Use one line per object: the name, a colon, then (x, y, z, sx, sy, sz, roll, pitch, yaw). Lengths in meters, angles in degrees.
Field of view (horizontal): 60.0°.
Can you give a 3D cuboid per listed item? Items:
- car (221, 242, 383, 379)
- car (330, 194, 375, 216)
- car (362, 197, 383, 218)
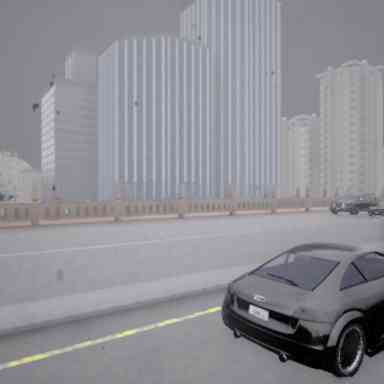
car: (2.521, 1.556, 5.564, 4.181, 1.385, 1.994, 0, 0, -35)
car: (15.538, 1.170, 31.731, 5.566, 2.045, 2.150, 0, 0, -34)
car: (17.138, 1.427, 28.588, 5.008, 1.535, 1.882, 0, 0, -34)
